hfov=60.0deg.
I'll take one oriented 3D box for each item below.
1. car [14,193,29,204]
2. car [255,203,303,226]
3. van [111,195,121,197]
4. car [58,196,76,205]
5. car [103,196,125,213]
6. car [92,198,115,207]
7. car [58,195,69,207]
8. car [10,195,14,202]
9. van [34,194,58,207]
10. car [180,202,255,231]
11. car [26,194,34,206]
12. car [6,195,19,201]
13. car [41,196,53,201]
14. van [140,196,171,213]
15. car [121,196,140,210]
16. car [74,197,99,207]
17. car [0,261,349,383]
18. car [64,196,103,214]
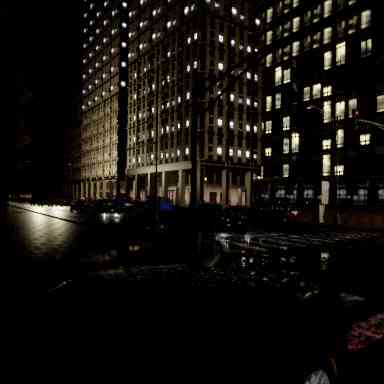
[{"bbox_3d":[-30.390,1.154,60.600,2.192,1.841,5.009,1,-1,-35],"label":"car"},{"bbox_3d":[5.818,1.505,23.945,1.967,1.590,4.097,1,-1,-35],"label":"car"},{"bbox_3d":[-10.498,1.368,46.999,1.690,1.788,3.998,1,-1,-35],"label":"van"},{"bbox_3d":[-22.141,1.463,58.951,1.837,1.490,4.892,1,-1,-35],"label":"car"},{"bbox_3d":[-9.471,1.473,35.530,2.033,1.411,5.357,1,-1,-35],"label":"car"},{"bbox_3d":[-13.766,1.586,51.607,1.947,1.339,4.313,1,-1,-35],"label":"car"},{"bbox_3d":[-18.113,1.260,47.871,2.097,1.767,4.553,1,-1,-35],"label":"car"},{"bbox_3d":[-36.921,1.396,69.819,1.947,1.339,4.313,1,-1,-35],"label":"car"},{"bbox_3d":[-20.600,1.197,46.768,1.690,1.788,3.998,1,-1,-35],"label":"van"},{"bbox_3d":[1.208,1.429,20.429,1.882,1.535,5.008,1,-1,-35],"label":"car"},{"bbox_3d":[-23.868,1.432,51.377,1.802,1.307,4.206,1,-1,-35],"label":"car"},{"bbox_3d":[-40.184,1.377,74.429,2.008,1.369,4.403,1,-1,-35],"label":"car"},{"bbox_3d":[-36.610,1.570,83.880,1.802,1.307,4.206,1,-1,-35],"label":"car"},{"bbox_3d":[-3.971,1.382,37.778,1.690,1.788,3.998,1,-1,-35],"label":"van"},{"bbox_3d":[-7.238,1.584,42.386,2.008,1.369,4.403,1,-1,-35],"label":"car"},{"bbox_3d":[-16.013,1.517,50.296,2.033,1.411,5.357,1,-1,-36],"label":"car"},{"bbox_3d":[-0.596,1.478,2.900,5.008,1.535,1.882,0,0,-37],"label":"car"},{"bbox_3d":[-10.814,1.427,32.935,2.008,1.369,4.403,1,-1,-35],"label":"car"}]
